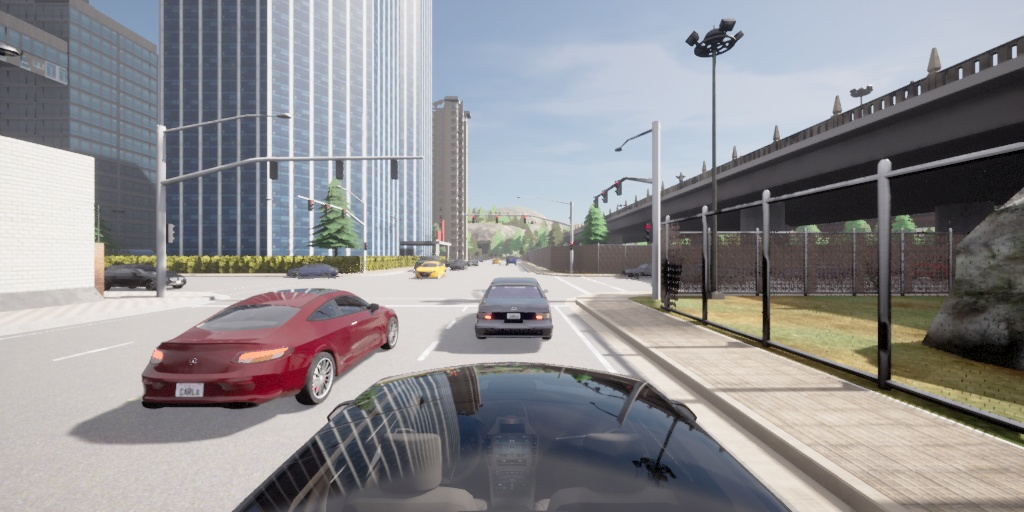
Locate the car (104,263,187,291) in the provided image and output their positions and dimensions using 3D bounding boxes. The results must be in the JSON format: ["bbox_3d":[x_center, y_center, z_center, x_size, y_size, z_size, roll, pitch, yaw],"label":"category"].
[{"bbox_3d":[-22.591,1.328,21.776,4.674,1.442,1.812,0,0,0],"label":"car"}]

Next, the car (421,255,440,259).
[{"bbox_3d":[-10.659,0.961,46.091,2.150,2.045,5.566,0,1,4],"label":"car"}]

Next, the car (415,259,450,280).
[{"bbox_3d":[-7.170,1.255,31.930,1.882,1.535,5.008,0,0,0],"label":"car"}]

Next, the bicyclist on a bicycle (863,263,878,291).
[{"bbox_3d":[18.260,1.104,18.157,0.582,1.620,1.656,0,0,0],"label":"bicyclist on a bicycle"}]

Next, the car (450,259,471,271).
[{"bbox_3d":[-7.209,1.243,48.980,1.837,1.490,4.892,0,1,0],"label":"car"}]

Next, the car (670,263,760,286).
[{"bbox_3d":[14.006,1.349,25.340,5.357,1.411,2.033,0,0,-1],"label":"car"}]

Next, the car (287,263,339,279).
[{"bbox_3d":[-18.244,1.366,33.070,4.181,1.385,1.994,0,0,-6],"label":"car"}]

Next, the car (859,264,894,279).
[{"bbox_3d":[32.226,1.402,32.695,4.718,1.301,1.895,0,0,0],"label":"car"}]

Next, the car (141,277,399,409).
[{"bbox_3d":[-3.451,1.275,6.154,1.812,1.442,4.674,0,0,0],"label":"car"}]

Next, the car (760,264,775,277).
[{"bbox_3d":[22.300,1.402,32.659,4.718,1.301,1.895,0,0,0],"label":"car"}]

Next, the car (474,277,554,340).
[{"bbox_3d":[0.076,1.296,9.975,2.033,1.411,5.357,0,0,1],"label":"car"}]

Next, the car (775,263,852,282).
[{"bbox_3d":[24.610,1.327,29.159,4.674,1.442,1.812,0,0,0],"label":"car"}]

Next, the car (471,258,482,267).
[{"bbox_3d":[-7.200,1.231,65.051,2.128,1.511,4.902,0,0,0],"label":"car"}]

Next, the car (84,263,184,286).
[{"bbox_3d":[-26.469,1.280,25.241,5.008,1.535,1.882,0,0,0],"label":"car"}]

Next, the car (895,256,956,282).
[{"bbox_3d":[35.224,1.023,29.207,5.566,2.045,2.150,0,0,-1],"label":"car"}]

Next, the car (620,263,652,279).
[{"bbox_3d":[12.710,1.348,32.616,5.357,1.411,2.033,0,0,0],"label":"car"}]
